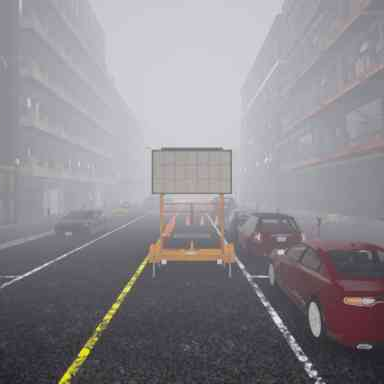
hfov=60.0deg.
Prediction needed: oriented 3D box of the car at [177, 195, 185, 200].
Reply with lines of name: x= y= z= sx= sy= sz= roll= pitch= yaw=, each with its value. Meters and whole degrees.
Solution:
car: x=-3.021 y=1.471 z=90.074 sx=2.128 sy=1.511 sz=4.902 roll=0 pitch=0 yaw=0

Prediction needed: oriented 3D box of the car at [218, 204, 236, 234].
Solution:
car: x=2.688 y=1.550 z=17.577 sx=2.008 sy=1.369 sz=4.403 roll=0 pitch=0 yaw=0

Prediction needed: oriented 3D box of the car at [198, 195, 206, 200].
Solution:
car: x=2.671 y=1.517 z=90.851 sx=1.887 sy=1.381 sz=4.507 roll=0 pitch=0 yaw=0

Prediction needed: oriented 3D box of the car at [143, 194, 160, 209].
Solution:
car: x=-5.699 y=1.432 z=45.762 sx=1.967 sy=1.590 sz=4.097 roll=0 pitch=0 yaw=0

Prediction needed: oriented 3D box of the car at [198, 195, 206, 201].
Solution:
car: x=2.674 y=1.503 z=79.748 sx=1.752 sy=1.417 sz=4.829 roll=0 pitch=0 yaw=0

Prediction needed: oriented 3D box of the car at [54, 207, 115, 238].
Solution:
car: x=-5.693 y=1.566 z=17.579 sx=1.947 sy=1.339 sz=4.313 roll=0 pitch=0 yaw=0

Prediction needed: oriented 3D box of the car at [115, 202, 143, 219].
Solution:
car: x=-5.696 y=1.523 z=28.682 sx=1.752 sy=1.417 sz=4.829 roll=0 pitch=0 yaw=0

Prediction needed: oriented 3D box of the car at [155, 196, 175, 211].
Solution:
car: x=-3.110 y=1.520 z=40.768 sx=1.812 sy=1.442 sz=4.674 roll=0 pitch=0 yaw=0

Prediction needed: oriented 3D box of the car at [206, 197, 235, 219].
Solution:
car: x=2.686 y=1.313 z=28.851 sx=2.192 sy=1.841 sz=5.009 roll=0 pitch=0 yaw=0

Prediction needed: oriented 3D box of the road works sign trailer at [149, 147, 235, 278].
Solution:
road works sign trailer: x=-0.003 y=0.465 z=10.074 sx=2.380 sy=3.560 sz=2.880 roll=0 pitch=0 yaw=0

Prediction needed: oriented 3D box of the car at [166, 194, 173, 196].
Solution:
car: x=-5.706 y=1.293 z=79.581 sx=2.192 sy=1.841 sz=5.009 roll=0 pitch=0 yaw=0

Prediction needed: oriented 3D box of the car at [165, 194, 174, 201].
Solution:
car: x=-5.708 y=1.415 z=85.216 sx=1.967 sy=1.590 sz=4.097 roll=0 pitch=0 yaw=0

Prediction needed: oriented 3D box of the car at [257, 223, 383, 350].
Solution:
car: x=2.690 y=1.545 z=6.305 sx=1.887 sy=1.381 sz=4.507 roll=0 pitch=0 yaw=0

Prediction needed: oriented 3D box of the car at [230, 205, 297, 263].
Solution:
car: x=2.689 y=1.440 z=11.942 sx=1.967 sy=1.590 sz=4.097 roll=0 pitch=0 yaw=0
